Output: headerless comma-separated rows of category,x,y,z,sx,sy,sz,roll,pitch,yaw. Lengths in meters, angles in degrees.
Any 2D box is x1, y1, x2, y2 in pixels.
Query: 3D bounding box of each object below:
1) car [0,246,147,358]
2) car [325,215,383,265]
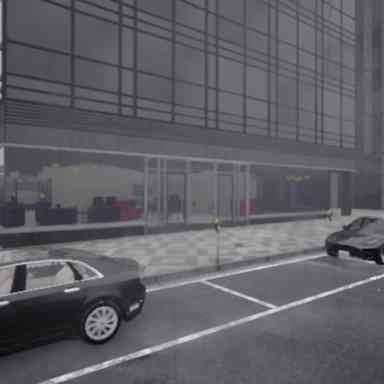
car,-2.793,1.548,4.764,4.403,1.369,2.008,-1,1,-36
car,6.363,1.469,11.298,4.313,1.339,1.947,-1,1,-36
